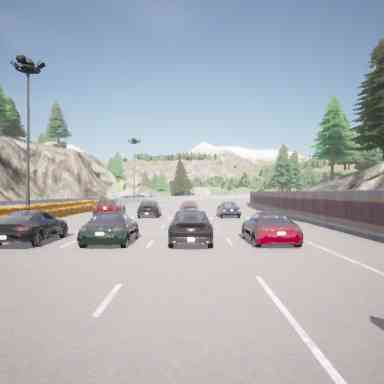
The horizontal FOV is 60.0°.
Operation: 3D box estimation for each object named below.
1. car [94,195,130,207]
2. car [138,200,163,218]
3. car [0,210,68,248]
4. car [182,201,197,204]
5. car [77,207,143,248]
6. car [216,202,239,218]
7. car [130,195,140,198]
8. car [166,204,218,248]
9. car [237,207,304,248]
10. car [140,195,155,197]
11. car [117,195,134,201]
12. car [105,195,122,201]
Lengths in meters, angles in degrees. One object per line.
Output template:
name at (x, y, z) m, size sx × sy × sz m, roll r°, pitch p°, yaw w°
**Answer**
car at (-7.256, 1.366, 29.685) m, size 2.097 × 1.767 × 4.553 m, roll 0°, pitch 0°, yaw -1°
car at (-3.756, 1.517, 29.759) m, size 1.837 × 1.490 × 4.892 m, roll 0°, pitch 0°, yaw -1°
car at (-7.066, 1.533, 14.716) m, size 1.812 × 1.442 × 4.674 m, roll 0°, pitch 0°, yaw -1°
car at (-0.257, 1.533, 29.803) m, size 1.812 × 1.442 × 4.674 m, roll 0°, pitch 0°, yaw -1°
car at (-3.567, 1.573, 14.760) m, size 1.994 × 1.385 × 4.181 m, roll 0°, pitch 0°, yaw -1°
car at (3.243, 1.564, 29.848) m, size 2.033 × 1.411 × 5.357 m, roll 0°, pitch 0°, yaw -1°
car at (-13.599, 1.509, 83.609) m, size 2.128 × 1.511 × 4.902 m, roll 0°, pitch 0°, yaw 18°
car at (-0.067, 1.517, 14.805) m, size 1.837 × 1.490 × 4.892 m, roll 0°, pitch 0°, yaw -1°
car at (3.433, 1.573, 14.849) m, size 1.994 × 1.385 × 4.181 m, roll 0°, pitch 0°, yaw -1°
car at (-10.293, 1.514, 82.460) m, size 1.812 × 1.442 × 4.674 m, roll 0°, pitch 0°, yaw 18°
car at (-16.905, 1.517, 84.757) m, size 2.033 × 1.411 × 5.357 m, roll 0°, pitch 0°, yaw 18°
car at (-20.221, 1.567, 85.878) m, size 1.895 × 1.301 × 4.718 m, roll 0°, pitch 0°, yaw 18°
